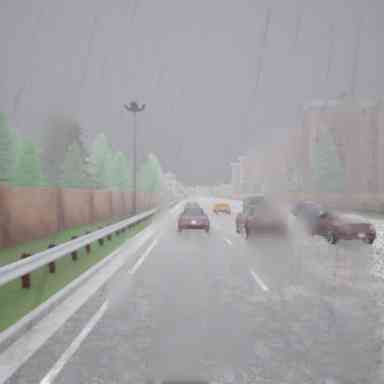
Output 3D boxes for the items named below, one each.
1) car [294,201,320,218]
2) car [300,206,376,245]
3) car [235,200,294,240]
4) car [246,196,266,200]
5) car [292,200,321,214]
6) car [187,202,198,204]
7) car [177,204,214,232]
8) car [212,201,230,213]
[{"bbox_3d":[10.604,1.781,29.939,2.033,1.411,5.357,0,0,0],"label":"car"},{"bbox_3d":[7.106,1.653,16.246,1.812,1.442,4.674,0,0,0],"label":"car"},{"bbox_3d":[3.605,1.491,17.888,2.097,1.767,4.553,0,-1,0],"label":"car"},{"bbox_3d":[7.073,1.516,37.651,2.150,2.045,5.566,0,0,0],"label":"car"},{"bbox_3d":[14.053,1.798,41.144,1.882,1.535,5.008,0,0,0],"label":"car"},{"bbox_3d":[0.055,1.880,40.495,1.994,1.385,4.181,0,0,0],"label":"car"},{"bbox_3d":[0.106,1.731,21.355,1.994,1.385,4.181,0,0,0],"label":"car"},{"bbox_3d":[3.552,1.798,41.146,1.882,1.535,5.008,0,0,0],"label":"car"}]
